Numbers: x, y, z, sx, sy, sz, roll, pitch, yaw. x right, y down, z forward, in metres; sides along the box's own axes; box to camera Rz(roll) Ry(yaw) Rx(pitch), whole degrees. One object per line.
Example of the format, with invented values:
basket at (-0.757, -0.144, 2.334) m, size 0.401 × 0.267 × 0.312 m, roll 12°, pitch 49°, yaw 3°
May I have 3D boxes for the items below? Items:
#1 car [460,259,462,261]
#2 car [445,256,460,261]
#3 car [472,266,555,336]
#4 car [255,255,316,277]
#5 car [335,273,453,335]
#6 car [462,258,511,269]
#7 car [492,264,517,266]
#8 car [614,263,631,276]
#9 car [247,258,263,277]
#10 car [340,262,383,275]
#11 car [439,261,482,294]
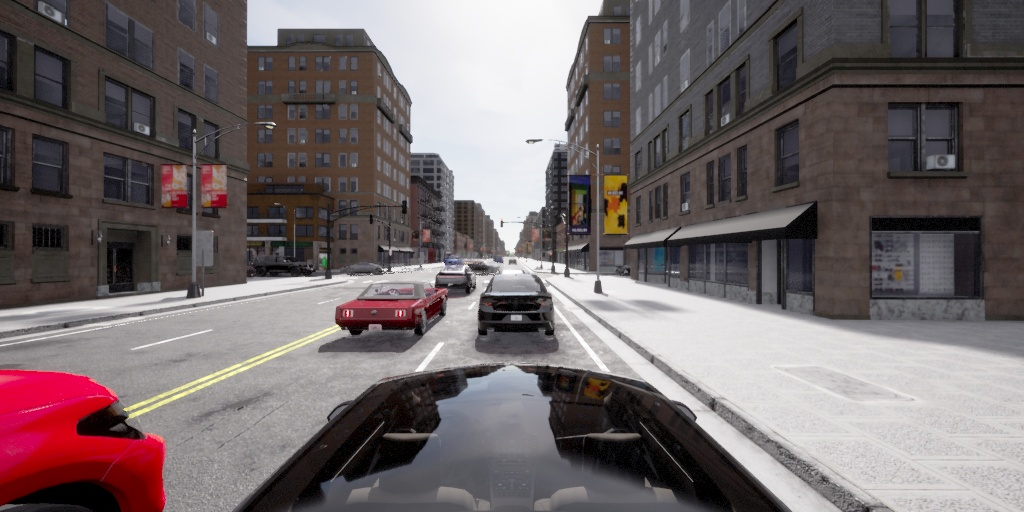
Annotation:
car at (-6.487, 1.219, 56.354) m, size 1.882 × 1.535 × 5.008 m, roll 0°, pitch 0°, yaw 0°
car at (-9.716, 0.960, 59.063) m, size 2.150 × 2.045 × 5.566 m, roll 0°, pitch 0°, yaw 1°
car at (0.111, 1.227, 10.478) m, size 1.882 × 1.535 × 5.008 m, roll 0°, pitch 0°, yaw 0°
car at (-22.125, 0.963, 34.740) m, size 5.566 × 2.045 × 2.150 m, roll 0°, pitch 0°, yaw 0°
car at (-3.133, 1.351, 10.458) m, size 1.895 × 1.301 × 4.718 m, roll 0°, pitch 0°, yaw 0°
car at (-2.788, 1.242, 38.622) m, size 2.128 × 1.511 × 4.902 m, roll -1°, pitch 0°, yaw -44°
car at (0.034, 1.313, 19.336) m, size 1.994 × 1.385 × 4.181 m, roll 0°, pitch 0°, yaw 0°
car at (13.305, 1.278, 37.789) m, size 4.902 × 1.511 × 2.128 m, roll 0°, pitch 0°, yaw 0°
car at (-25.359, 1.170, 32.223) m, size 4.097 × 1.591 × 1.967 m, roll 0°, pitch 0°, yaw 0°
car at (-15.828, 1.319, 37.915) m, size 4.181 × 1.385 × 1.994 m, roll 0°, pitch 0°, yaw -16°
car at (-3.110, 1.240, 20.393) m, size 2.128 × 1.511 × 4.902 m, roll 0°, pitch 0°, yaw 0°
